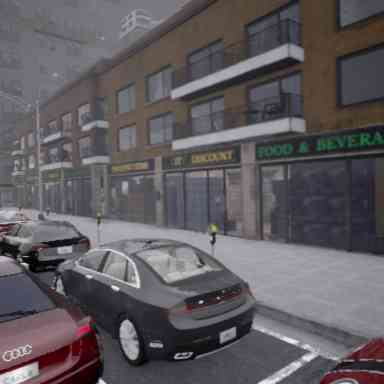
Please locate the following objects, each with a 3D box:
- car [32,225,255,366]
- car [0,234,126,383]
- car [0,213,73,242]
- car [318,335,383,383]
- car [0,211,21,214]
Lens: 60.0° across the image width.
[{"bbox_3d":[-0.967,1.462,5.626,2.008,1.369,4.403,-2,1,-39],"label":"car"},{"bbox_3d":[-2.927,1.540,4.213,4.181,1.385,1.994,0,1,44],"label":"car"},{"bbox_3d":[-4.476,1.486,9.885,1.947,1.339,4.313,-2,1,-39],"label":"car"},{"bbox_3d":[2.540,1.344,1.366,1.967,1.590,4.097,-2,1,-39],"label":"car"},{"bbox_3d":[-7.986,1.474,14.143,1.887,1.381,4.507,-2,1,-39],"label":"car"}]
